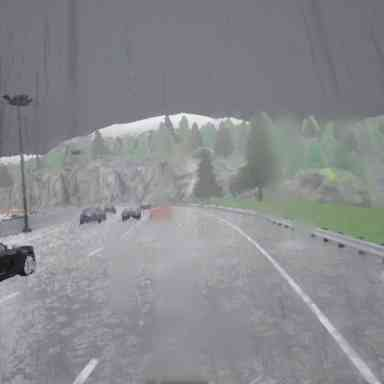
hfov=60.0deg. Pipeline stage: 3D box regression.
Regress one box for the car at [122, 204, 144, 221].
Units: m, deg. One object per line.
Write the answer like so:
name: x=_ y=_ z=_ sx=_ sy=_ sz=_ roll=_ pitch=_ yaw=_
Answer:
car: x=-6.461 y=2.344 z=35.861 sx=1.895 sy=1.301 sz=4.718 roll=-4 pitch=0 yaw=-7

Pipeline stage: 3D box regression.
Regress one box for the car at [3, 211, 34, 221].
car: x=-21.959 y=3.469 z=41.798 sx=1.895 sy=1.301 sz=4.718 roll=-4 pitch=0 yaw=-9

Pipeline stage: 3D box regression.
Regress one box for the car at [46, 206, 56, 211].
car: x=-34.534 y=4.036 z=81.514 sx=2.097 sy=1.767 sz=4.553 roll=-4 pitch=-1 yaw=-26

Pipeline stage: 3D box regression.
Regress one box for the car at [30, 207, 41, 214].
car: x=-36.144 y=4.276 z=76.760 sx=2.097 sy=1.767 sz=4.553 roll=-4 pitch=-1 yaw=-24

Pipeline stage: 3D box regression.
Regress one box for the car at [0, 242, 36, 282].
car: x=-6.235 y=1.984 z=9.087 sx=1.882 sy=1.535 sz=5.008 roll=-3 pitch=0 yaw=3

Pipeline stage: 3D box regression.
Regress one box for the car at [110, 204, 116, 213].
car: x=-14.446 y=2.831 z=58.022 sx=2.097 sy=1.767 sz=4.553 roll=-4 pitch=0 yaw=-16

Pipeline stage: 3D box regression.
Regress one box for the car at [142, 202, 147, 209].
car: x=-8.814 y=2.661 z=63.728 sx=1.812 sy=1.442 sz=4.674 roll=-3 pitch=-1 yaw=-17

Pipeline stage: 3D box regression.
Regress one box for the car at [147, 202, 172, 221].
car: x=-3.181 y=1.851 z=33.830 sx=2.097 sy=1.767 sz=4.553 roll=-4 pitch=0 yaw=-6

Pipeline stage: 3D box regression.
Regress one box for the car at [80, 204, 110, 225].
car: x=-10.184 y=2.341 z=34.468 sx=2.097 sy=1.767 sz=4.553 roll=-4 pitch=0 yaw=-7
